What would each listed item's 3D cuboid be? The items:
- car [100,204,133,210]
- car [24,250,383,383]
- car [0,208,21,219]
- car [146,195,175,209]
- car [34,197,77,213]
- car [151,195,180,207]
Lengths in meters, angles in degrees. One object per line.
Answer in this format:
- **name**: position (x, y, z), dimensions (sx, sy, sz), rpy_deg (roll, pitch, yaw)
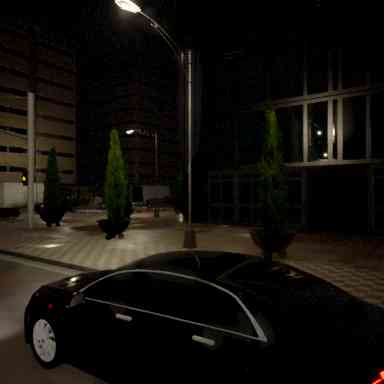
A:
- **car**: position (-9.865, 1.580, 43.750), dimensions (1.812, 1.442, 4.674), rpy_deg (0, 0, 35)
- **car**: position (-0.164, 1.505, 4.106), dimensions (4.892, 1.490, 1.837), rpy_deg (0, 0, 36)
- **car**: position (-16.832, 1.659, 27.443), dimensions (1.895, 1.301, 4.718), rpy_deg (0, 0, 35)
- **car**: position (-4.192, 1.559, 45.400), dimensions (1.837, 1.490, 4.892), rpy_deg (0, 0, 35)
- **car**: position (-14.986, 1.407, 36.498), dimensions (2.097, 1.767, 4.553), rpy_deg (0, 0, 35)
- **car**: position (-4.100, 1.407, 51.926), dimensions (2.097, 1.767, 4.553), rpy_deg (0, 0, 35)
